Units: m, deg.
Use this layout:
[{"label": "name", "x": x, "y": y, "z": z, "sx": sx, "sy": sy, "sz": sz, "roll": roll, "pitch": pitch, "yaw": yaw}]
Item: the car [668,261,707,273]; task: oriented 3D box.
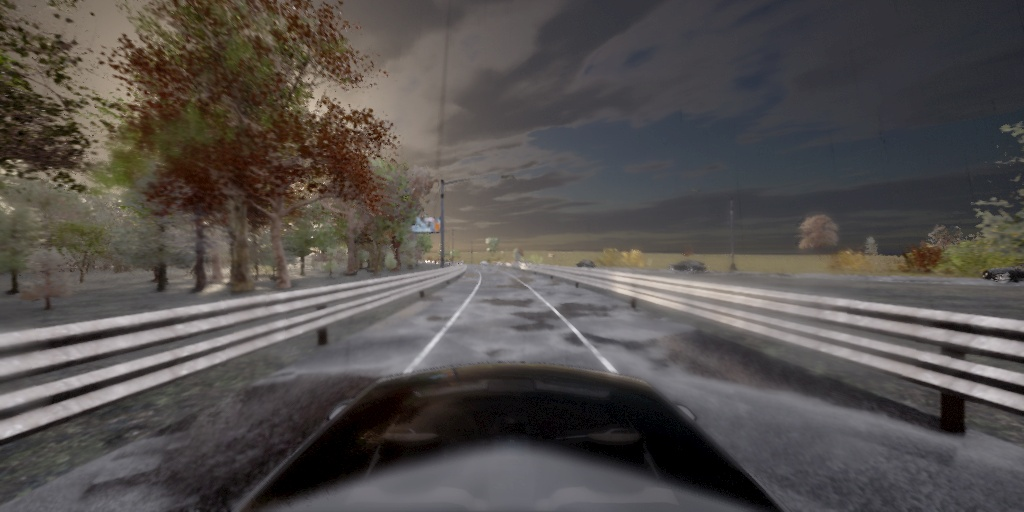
[{"label": "car", "x": 22.288, "y": 1.334, "z": 45.732, "sx": 1.837, "sy": 1.490, "sz": 4.892, "roll": 0, "pitch": -1, "yaw": -24}]

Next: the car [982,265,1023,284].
[{"label": "car", "x": 32.784, "y": 1.003, "z": 21.964, "sx": 1.837, "sy": 1.490, "sz": 4.892, "roll": 0, "pitch": -1, "yaw": -24}]
